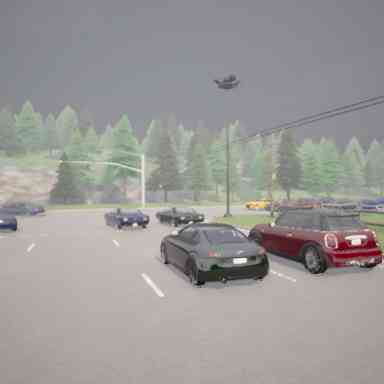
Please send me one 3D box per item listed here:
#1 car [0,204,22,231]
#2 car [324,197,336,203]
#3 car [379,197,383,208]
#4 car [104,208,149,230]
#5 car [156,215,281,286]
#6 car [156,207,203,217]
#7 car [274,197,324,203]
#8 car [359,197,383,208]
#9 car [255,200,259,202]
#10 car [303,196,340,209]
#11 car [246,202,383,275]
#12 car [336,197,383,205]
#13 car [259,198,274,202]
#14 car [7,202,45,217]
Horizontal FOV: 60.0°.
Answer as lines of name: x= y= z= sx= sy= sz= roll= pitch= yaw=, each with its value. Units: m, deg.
car: x=-12.522 y=1.700 z=20.854 sx=1.994 sy=1.385 sz=4.181 roll=0 pitch=0 yaw=-42
car: x=19.819 y=1.546 z=43.735 sx=4.902 sy=1.511 sz=2.128 roll=0 pitch=0 yaw=-19
car: x=29.234 y=1.510 z=46.973 sx=4.902 sy=1.511 sz=2.128 roll=0 pitch=0 yaw=-19
car: x=-4.495 y=1.701 z=22.232 sx=1.895 sy=1.301 sz=4.718 roll=0 pitch=0 yaw=-27
car: x=0.446 y=1.595 z=9.679 sx=1.994 sy=1.385 sz=4.181 roll=0 pitch=0 yaw=-20
car: x=-0.977 y=1.687 z=23.244 sx=1.895 sy=1.301 sz=4.718 roll=0 pitch=0 yaw=-24
car: x=11.982 y=1.423 z=37.300 sx=4.553 sy=1.767 sz=2.097 roll=0 pitch=0 yaw=-20
car: x=27.990 y=1.514 z=50.244 sx=5.008 sy=1.535 sz=1.882 roll=0 pitch=0 yaw=-19
car: x=9.482 y=1.584 z=43.842 sx=5.008 sy=1.535 sz=1.882 roll=0 pitch=0 yaw=-20
car: x=18.186 y=1.426 z=46.873 sx=4.553 sy=1.767 sz=2.097 roll=0 pitch=0 yaw=-19
car: x=3.707 y=1.372 z=10.951 sx=2.097 sy=1.767 sz=4.553 roll=0 pitch=0 yaw=-20
car: x=20.420 y=1.517 z=40.241 sx=5.008 sy=1.535 sz=1.882 roll=0 pitch=0 yaw=-19
car: x=11.078 y=1.613 z=40.673 sx=4.674 sy=1.442 sz=1.812 roll=0 pitch=0 yaw=-18
car: x=-17.945 y=1.757 z=34.032 sx=5.357 sy=1.411 sz=2.033 roll=0 pitch=0 yaw=2
